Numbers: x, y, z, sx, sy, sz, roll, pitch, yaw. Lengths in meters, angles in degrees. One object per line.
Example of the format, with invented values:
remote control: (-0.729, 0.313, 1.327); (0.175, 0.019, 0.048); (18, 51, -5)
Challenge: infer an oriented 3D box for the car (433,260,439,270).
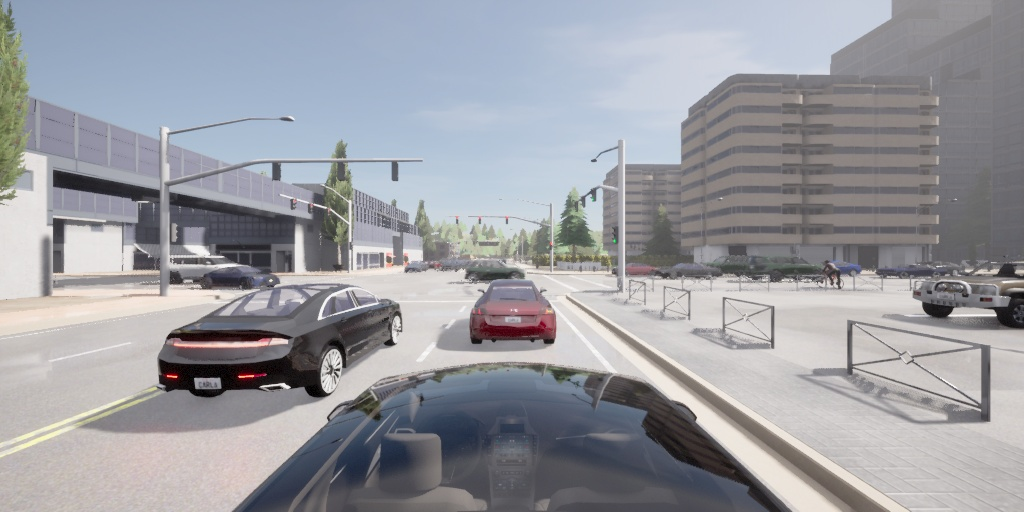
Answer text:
car: (-11.997, 1.351, 54.020); (1.895, 1.301, 4.718); (0, 0, -1)

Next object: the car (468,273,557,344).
car: (0.012, 1.314, 9.576); (1.994, 1.385, 4.181); (0, 0, 0)

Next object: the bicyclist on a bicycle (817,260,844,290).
bicyclist on a bicycle: (17.929, 1.052, 20.221); (0.582, 1.620, 1.656); (0, 0, -2)

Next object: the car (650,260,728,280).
car: (15.238, 1.297, 31.129); (5.357, 1.411, 2.033); (0, 0, -2)

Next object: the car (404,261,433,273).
car: (-11.762, 1.297, 44.435); (2.033, 1.411, 5.357); (0, 0, -1)

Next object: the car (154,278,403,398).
car: (-3.473, 1.242, 6.518); (2.128, 1.511, 4.902); (0, 0, 0)

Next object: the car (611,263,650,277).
car: (11.749, 1.314, 34.527); (4.181, 1.385, 1.994); (0, 0, -2)

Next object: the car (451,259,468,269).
car: (-8.622, 1.297, 59.187); (2.033, 1.411, 5.357); (0, 0, -1)

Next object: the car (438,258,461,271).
car: (-8.359, 1.314, 48.890); (1.994, 1.385, 4.181); (0, 0, -2)

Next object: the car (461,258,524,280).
car: (-1.258, 1.102, 26.764); (4.553, 1.767, 2.097); (0, 0, -3)

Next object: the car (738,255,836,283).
car: (21.059, 0.971, 27.601); (5.566, 2.045, 2.150); (0, 0, -2)

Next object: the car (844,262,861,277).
car: (31.118, 1.228, 35.097); (5.008, 1.535, 1.882); (0, 0, -2)

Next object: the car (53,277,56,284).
car: (-31.194, 1.254, 21.928); (4.892, 1.490, 1.837); (0, 0, -1)

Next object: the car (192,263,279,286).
car: (-16.559, 1.314, 21.928); (4.181, 1.385, 1.994); (0, 0, 7)

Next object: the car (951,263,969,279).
car: (41.233, 1.255, 35.359); (4.892, 1.490, 1.837); (0, 0, -1)

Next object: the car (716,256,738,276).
car: (21.092, 0.972, 34.806); (5.566, 2.045, 2.150); (0, 0, -2)

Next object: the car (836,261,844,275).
car: (25.308, 1.297, 31.428); (5.357, 1.411, 2.033); (0, 0, -2)

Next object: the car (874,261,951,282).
car: (35.171, 1.351, 31.708); (4.718, 1.301, 1.895); (0, 0, -2)

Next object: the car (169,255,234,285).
car: (-21.638, 0.972, 25.649); (5.566, 2.045, 2.150); (0, 0, -1)
